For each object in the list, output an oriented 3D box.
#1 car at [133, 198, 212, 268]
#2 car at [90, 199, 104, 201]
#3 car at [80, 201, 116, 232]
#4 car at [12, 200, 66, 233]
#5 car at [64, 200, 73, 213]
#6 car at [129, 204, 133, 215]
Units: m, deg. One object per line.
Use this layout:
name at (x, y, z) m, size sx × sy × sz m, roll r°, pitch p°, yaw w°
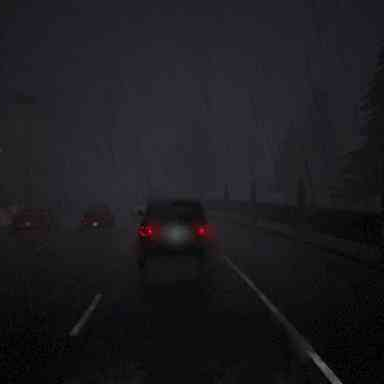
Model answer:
car at (-0.710, 1.217, 11.481) m, size 2.150 × 2.045 × 5.566 m, roll 0°, pitch 0°, yaw -6°
car at (-10.892, 1.531, 37.930) m, size 2.128 × 1.511 × 4.902 m, roll 0°, pitch 0°, yaw -21°
car at (-5.675, 1.545, 20.205) m, size 1.812 × 1.442 × 4.674 m, roll 0°, pitch 0°, yaw -11°
car at (-9.207, 1.520, 20.048) m, size 1.882 × 1.535 × 5.008 m, roll 0°, pitch 0°, yaw -12°
car at (-14.766, 1.627, 38.176) m, size 1.994 × 1.385 × 4.181 m, roll 0°, pitch 0°, yaw -22°
car at (-4.693, 1.532, 30.723) m, size 1.812 × 1.442 × 4.674 m, roll 0°, pitch 0°, yaw -17°
